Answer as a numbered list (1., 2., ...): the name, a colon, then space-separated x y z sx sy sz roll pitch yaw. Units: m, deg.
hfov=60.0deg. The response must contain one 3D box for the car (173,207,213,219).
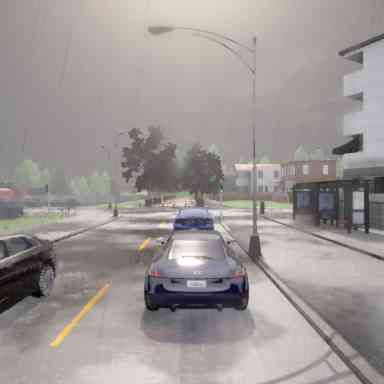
1. car: 0.079 1.480 16.768 1.882 1.535 5.008 0 0 0

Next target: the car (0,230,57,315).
1. car: -4.007 1.492 5.731 2.128 1.511 4.902 0 0 0

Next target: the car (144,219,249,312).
1. car: 0.089 1.565 7.785 1.994 1.385 4.181 0 0 0
